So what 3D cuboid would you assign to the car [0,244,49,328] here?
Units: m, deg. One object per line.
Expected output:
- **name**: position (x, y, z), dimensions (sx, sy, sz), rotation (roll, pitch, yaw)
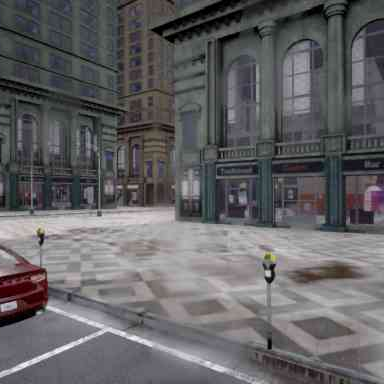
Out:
- **car**: position (-4.501, 1.545, 6.182), dimensions (4.507, 1.381, 1.887), rotation (0, 0, 35)
